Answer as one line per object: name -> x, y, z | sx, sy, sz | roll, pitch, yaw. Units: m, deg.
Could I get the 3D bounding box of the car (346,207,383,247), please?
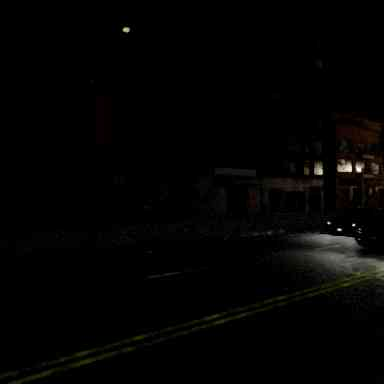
car -> 8.862, 1.472, 13.992 | 5.008, 1.535, 1.882 | 0, 0, -35

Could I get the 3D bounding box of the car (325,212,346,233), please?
car -> 9.718, 1.540, 18.594 | 5.357, 1.411, 2.033 | 0, 0, -36
